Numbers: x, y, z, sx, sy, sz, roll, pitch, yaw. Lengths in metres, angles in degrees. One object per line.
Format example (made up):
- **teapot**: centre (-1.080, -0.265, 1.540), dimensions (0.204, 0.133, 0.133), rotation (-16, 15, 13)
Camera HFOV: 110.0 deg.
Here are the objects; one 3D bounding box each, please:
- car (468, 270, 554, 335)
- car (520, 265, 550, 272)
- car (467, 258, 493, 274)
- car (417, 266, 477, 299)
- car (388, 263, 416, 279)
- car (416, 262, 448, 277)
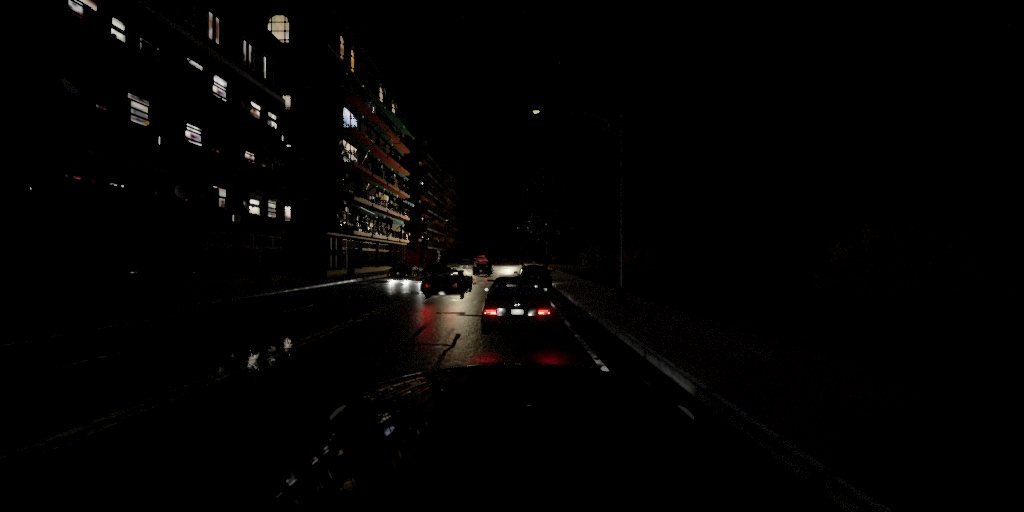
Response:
- **car**: centre (0.121, 1.299, 10.521), dimensions (2.033, 1.411, 5.357), rotation (0, 0, 0)
- **car**: centre (1.178, 1.257, 20.209), dimensions (1.837, 1.490, 4.892), rotation (0, 0, 0)
- **car**: centre (-3.067, 1.244, 37.739), dimensions (2.128, 1.511, 4.902), rotation (0, 0, 0)
- **car**: centre (-3.115, 1.353, 18.180), dimensions (1.895, 1.301, 4.718), rotation (0, 0, 0)
- **car**: centre (-9.780, 1.315, 32.727), dimensions (1.994, 1.385, 4.181), rotation (0, 0, 0)
- **car**: centre (-6.535, 1.256, 30.919), dimensions (1.837, 1.490, 4.892), rotation (0, 0, 0)
